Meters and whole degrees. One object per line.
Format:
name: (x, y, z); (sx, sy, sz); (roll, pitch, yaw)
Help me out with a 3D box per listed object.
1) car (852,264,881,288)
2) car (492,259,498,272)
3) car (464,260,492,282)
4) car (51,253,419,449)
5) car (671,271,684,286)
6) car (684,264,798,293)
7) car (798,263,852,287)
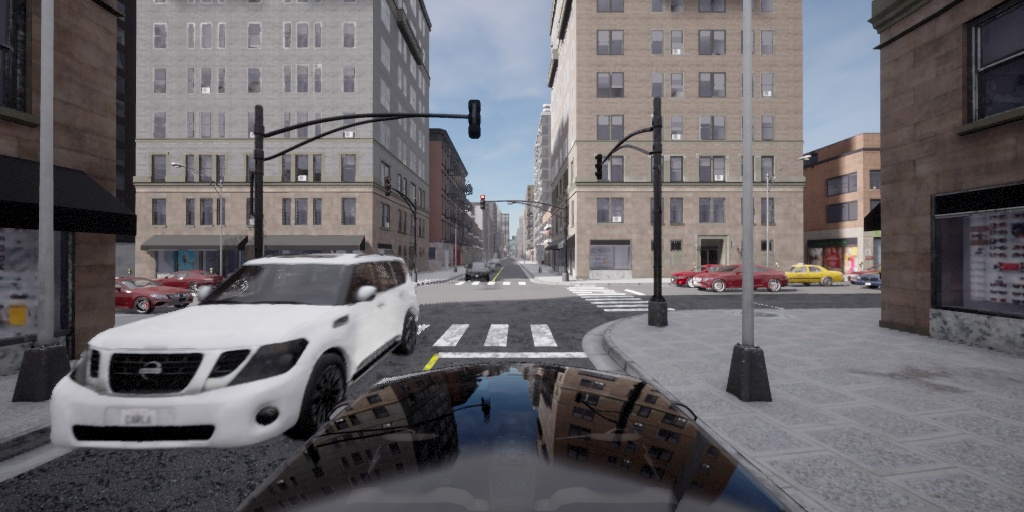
car: (21.774, 1.087, 19.208); (5.357, 1.411, 2.033); (-1, 0, 1)
car: (-3.126, 1.324, 44.906); (1.895, 1.301, 4.718); (0, 0, 0)
car: (-2.799, 1.221, 29.101); (1.882, 1.535, 5.008); (0, 0, -5)
car: (-3.093, 0.971, 5.710); (2.150, 2.045, 5.566); (0, 0, 0)
car: (12.132, 1.189, 22.027); (4.507, 1.381, 1.888); (0, 0, 0)
car: (12.187, 1.157, 19.272); (4.674, 1.442, 1.812); (-1, 0, 1)
car: (17.454, 1.117, 21.993); (4.829, 1.417, 1.751); (0, 0, 0)
